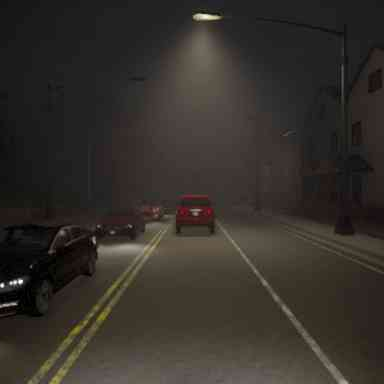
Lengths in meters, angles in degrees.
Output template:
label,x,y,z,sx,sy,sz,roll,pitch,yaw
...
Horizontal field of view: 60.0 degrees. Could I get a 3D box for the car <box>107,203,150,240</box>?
label,x,y,z,sx,sy,sz,roll,pitch,yaw
car,-3.505,1.512,17.055,1.812,1.442,4.674,0,0,0

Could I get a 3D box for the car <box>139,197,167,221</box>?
label,x,y,z,sx,sy,sz,roll,pitch,yaw
car,-3.425,1.331,26.581,2.097,1.767,4.553,0,0,1

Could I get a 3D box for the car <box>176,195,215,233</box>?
label,x,y,z,sx,sy,sz,roll,pitch,yaw
car,0.197,1.209,19.828,2.150,2.045,5.566,0,0,0

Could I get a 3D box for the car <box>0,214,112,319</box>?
label,x,y,z,sx,sy,sz,roll,pitch,yaw
car,-3.565,1.484,7.551,2.128,1.511,4.902,0,0,0

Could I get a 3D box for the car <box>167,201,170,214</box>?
label,x,y,z,sx,sy,sz,roll,pitch,yaw
car,-3.328,1.491,34.718,1.837,1.490,4.892,0,0,0
